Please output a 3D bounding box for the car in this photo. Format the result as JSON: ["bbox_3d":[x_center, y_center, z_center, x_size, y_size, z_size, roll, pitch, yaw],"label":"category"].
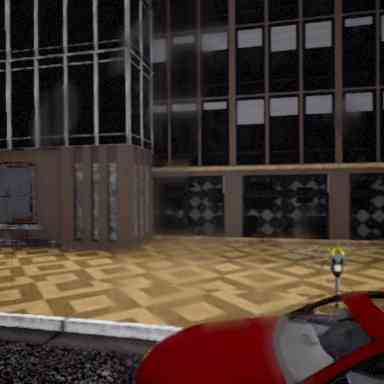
[{"bbox_3d":[1.586,1.545,2.694,4.206,1.307,1.802,0,0,12],"label":"car"}]
